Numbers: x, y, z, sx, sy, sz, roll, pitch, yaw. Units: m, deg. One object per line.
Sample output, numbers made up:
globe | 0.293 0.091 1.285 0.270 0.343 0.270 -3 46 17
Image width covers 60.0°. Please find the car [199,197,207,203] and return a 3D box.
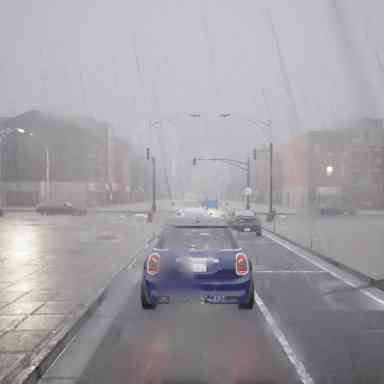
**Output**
car | 2.676 1.982 82.062 1.887 1.381 4.507 -1 -1 0

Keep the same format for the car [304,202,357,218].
car | 13.696 1.722 33.019 4.902 1.511 2.128 1 1 0

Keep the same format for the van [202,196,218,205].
van | 2.649 1.474 45.032 1.690 1.788 3.998 -1 0 0

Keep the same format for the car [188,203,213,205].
car | 0.141 1.546 17.820 1.812 1.442 4.674 0 0 1

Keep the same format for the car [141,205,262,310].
car | 0.103 1.355 8.000 2.097 1.767 4.553 0 0 0

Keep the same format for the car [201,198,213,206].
car | 2.663 1.793 60.901 2.008 1.369 4.403 -1 -1 0

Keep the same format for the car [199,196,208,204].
car | 2.670 1.824 76.773 1.967 1.590 4.097 -1 -1 0

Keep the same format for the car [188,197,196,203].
car | 0.060 2.004 85.879 2.128 1.511 4.902 0 -1 0

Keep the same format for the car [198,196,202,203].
car | 2.655 1.516 55.614 2.192 1.841 5.009 -1 0 0

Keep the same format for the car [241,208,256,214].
car | 2.638 1.572 18.073 2.008 1.369 4.403 -1 0 0

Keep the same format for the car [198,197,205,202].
car | 2.683 2.139 92.642 1.802 1.307 4.206 -2 -1 0

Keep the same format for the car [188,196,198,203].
car | 0.055 1.971 75.912 1.895 1.301 4.718 0 -1 0

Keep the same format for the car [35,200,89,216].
car | -11.698 1.458 30.135 4.674 1.442 1.812 1 1 2

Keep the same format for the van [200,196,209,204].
van | 2.665 1.674 71.484 1.690 1.788 3.998 -1 -1 0
